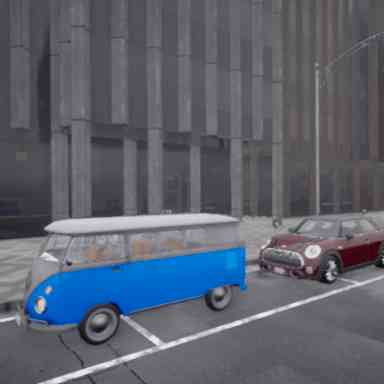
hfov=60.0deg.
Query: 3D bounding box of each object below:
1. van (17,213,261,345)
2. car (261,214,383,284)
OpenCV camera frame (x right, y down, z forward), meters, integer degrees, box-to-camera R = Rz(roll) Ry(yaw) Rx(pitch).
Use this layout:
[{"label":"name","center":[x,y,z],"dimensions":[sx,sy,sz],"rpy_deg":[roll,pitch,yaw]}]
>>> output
[{"label":"van","center":[-0.819,1.326,6.065],"dimensions":[3.998,1.788,1.690],"rpy_deg":[0,0,-35]},{"label":"car","center":[3.772,1.395,9.335],"dimensions":[4.097,1.590,1.967],"rpy_deg":[0,0,-35]}]
